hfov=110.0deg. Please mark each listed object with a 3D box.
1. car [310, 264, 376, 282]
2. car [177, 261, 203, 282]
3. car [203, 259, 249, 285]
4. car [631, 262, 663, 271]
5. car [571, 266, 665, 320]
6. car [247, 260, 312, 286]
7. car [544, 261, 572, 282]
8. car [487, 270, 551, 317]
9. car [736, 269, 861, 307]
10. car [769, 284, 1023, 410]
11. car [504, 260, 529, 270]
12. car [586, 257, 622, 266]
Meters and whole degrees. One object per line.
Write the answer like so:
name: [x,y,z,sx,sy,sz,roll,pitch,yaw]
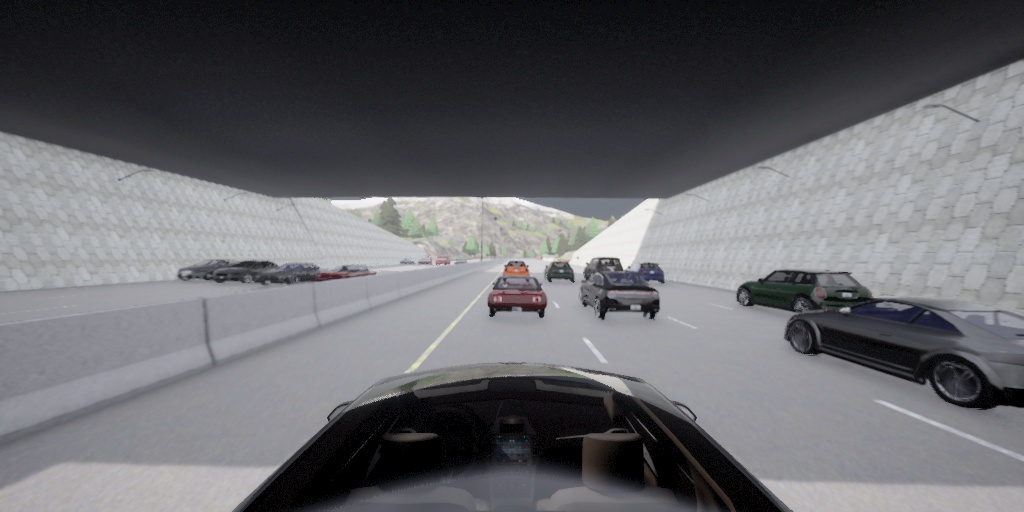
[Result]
car: [-10.409,1.225,22.807,1.895,1.301,4.718,1,0,1]
car: [-20.875,0.968,25.365,2.128,1.511,4.902,1,0,1]
car: [-17.393,1.030,23.913,1.837,1.490,4.892,1,0,1]
car: [10.868,1.292,29.861,2.097,1.767,4.553,1,0,1]
car: [3.685,1.308,12.996,2.128,1.511,4.902,1,0,1]
car: [-13.905,1.122,23.113,2.033,1.411,5.357,1,0,1]
car: [3.869,1.191,29.918,2.097,1.767,4.553,1,0,1]
car: [0.188,1.367,13.279,1.895,1.301,4.718,1,0,1]
car: [10.692,1.269,13.548,2.097,1.767,4.553,1,0,1]
car: [7.102,1.423,6.354,1.994,1.385,4.181,1,0,1]
car: [0.369,1.141,29.951,2.097,1.767,4.553,1,0,1]
car: [7.363,1.110,29.147,2.150,2.045,5.566,1,0,1]
